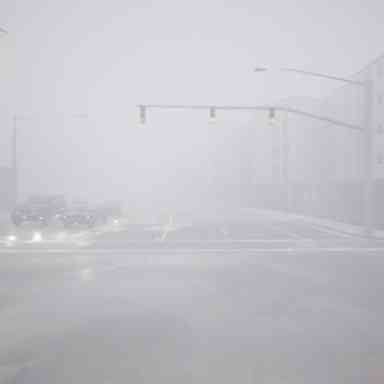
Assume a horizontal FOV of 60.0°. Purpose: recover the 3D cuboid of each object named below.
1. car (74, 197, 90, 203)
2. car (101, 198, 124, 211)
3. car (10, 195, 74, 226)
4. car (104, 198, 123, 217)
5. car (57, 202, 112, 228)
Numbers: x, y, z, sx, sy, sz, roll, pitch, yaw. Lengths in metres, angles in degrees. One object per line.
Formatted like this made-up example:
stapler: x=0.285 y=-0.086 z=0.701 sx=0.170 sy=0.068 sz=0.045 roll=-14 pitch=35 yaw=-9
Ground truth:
car: x=-11.431 y=1.528 z=34.224 sx=2.033 sy=1.411 sz=5.357 roll=0 pitch=0 yaw=-10
car: x=-10.257 y=1.526 z=42.661 sx=2.033 sy=1.411 sz=5.357 roll=0 pitch=0 yaw=-22
car: x=-10.609 y=1.213 z=23.662 sx=2.150 sy=2.045 sz=5.566 roll=0 pitch=0 yaw=-2
car: x=-7.656 y=1.472 z=31.622 sx=1.882 sy=1.535 sz=5.008 roll=0 pitch=0 yaw=-7
car: x=-7.068 y=1.604 z=22.460 sx=1.895 sy=1.301 sz=4.718 roll=0 pitch=0 yaw=0
